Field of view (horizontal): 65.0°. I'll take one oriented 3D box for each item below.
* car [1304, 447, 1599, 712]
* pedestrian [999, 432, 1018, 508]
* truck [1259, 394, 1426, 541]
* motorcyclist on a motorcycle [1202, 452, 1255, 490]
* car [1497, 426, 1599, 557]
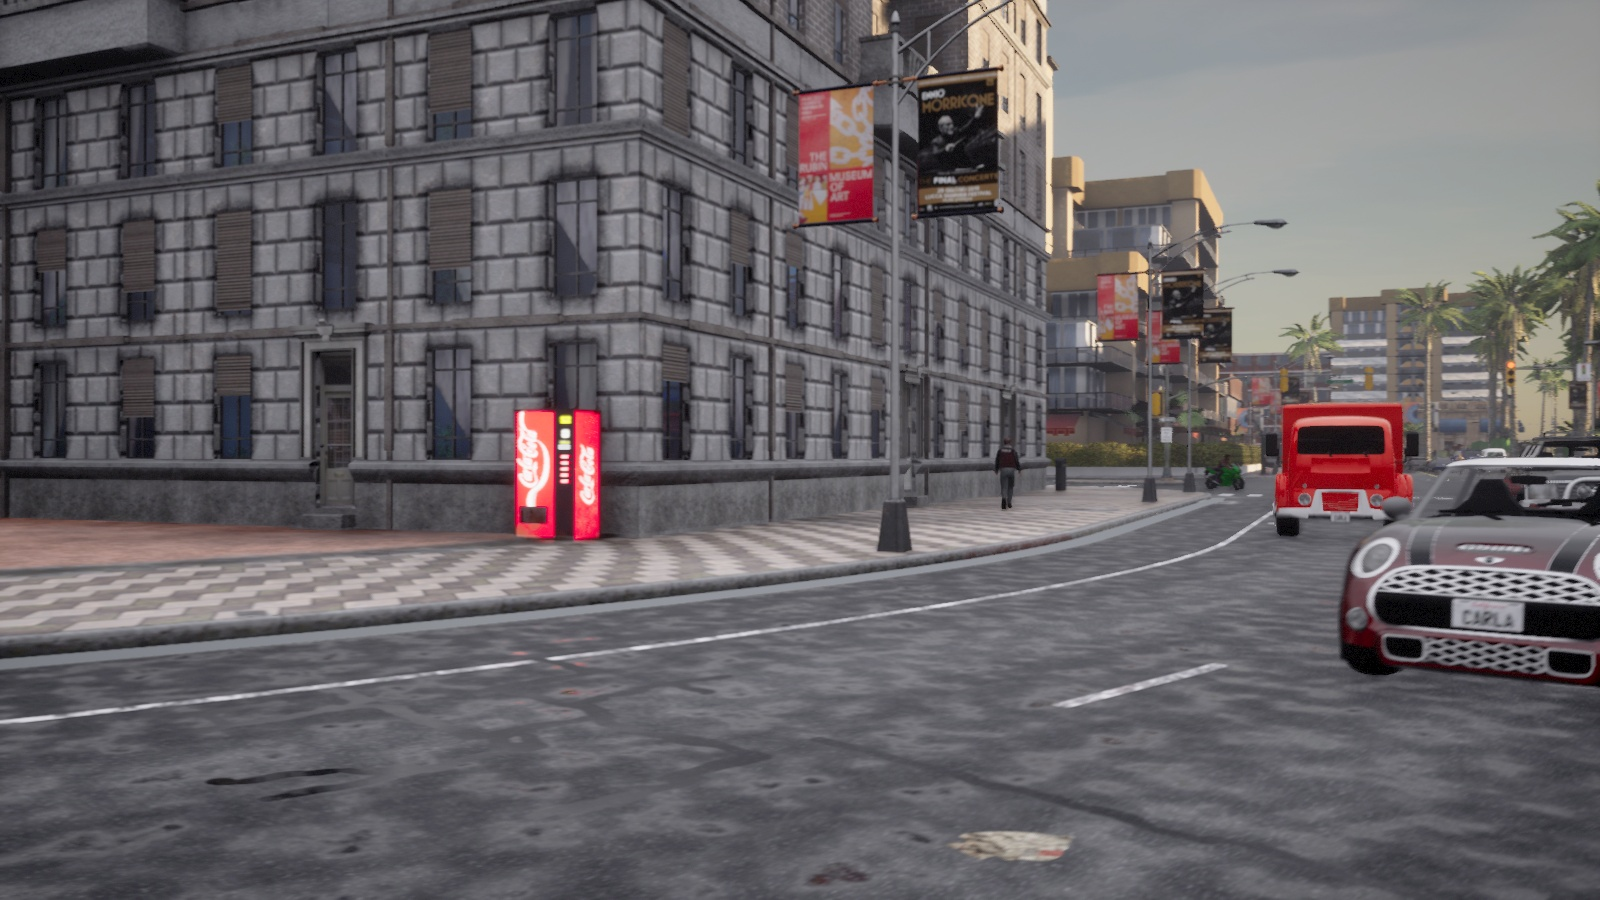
[{"bbox_3d":[5.187,0.725,8.846,1.970,1.475,3.806,0,0,40],"label":"car"},{"bbox_3d":[5.107,0.488,30.780,0.376,1.854,0.720,0,0,15],"label":"pedestrian"},{"bbox_3d":[10.376,0.309,24.025,2.627,2.467,5.204,0,0,24],"label":"truck"},{"bbox_3d":[17.831,0.849,52.290,0.797,1.523,2.044,-2,1,-31],"label":"motorcyclist on a motorcycle"},{"bbox_3d":[12.335,0.593,19.888,1.932,1.855,4.605,0,0,25],"label":"car"}]
